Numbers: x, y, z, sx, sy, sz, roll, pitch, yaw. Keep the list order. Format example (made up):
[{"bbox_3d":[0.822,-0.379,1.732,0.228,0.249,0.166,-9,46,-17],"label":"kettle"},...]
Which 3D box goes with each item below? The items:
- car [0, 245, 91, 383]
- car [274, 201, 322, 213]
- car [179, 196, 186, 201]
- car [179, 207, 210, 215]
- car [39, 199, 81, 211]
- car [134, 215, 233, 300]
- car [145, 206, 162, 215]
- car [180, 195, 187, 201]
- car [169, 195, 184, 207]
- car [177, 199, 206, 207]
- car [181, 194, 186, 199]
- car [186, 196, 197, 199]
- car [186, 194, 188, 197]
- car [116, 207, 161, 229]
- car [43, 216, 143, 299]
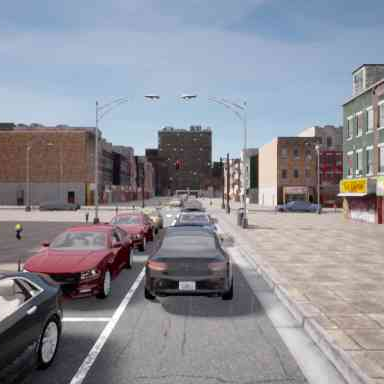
[{"bbox_3d":[-2.629,1.552,3.011,2.008,1.369,4.403,0,0,0],"label":"car"},{"bbox_3d":[12.640,1.756,39.648,5.357,1.411,2.033,1,0,0],"label":"car"},{"bbox_3d":[-2.493,1.757,89.559,1.887,1.381,4.507,0,0,0],"label":"car"},{"bbox_3d":[0.119,1.611,15.735,1.895,1.301,4.718,0,0,0],"label":"car"},{"bbox_3d":[-14.479,1.505,36.602,4.181,1.385,1.994,0,0,0],"label":"car"},{"bbox_3d":[-0.042,1.529,8.314,1.812,1.442,4.674,0,0,1],"label":"car"},{"bbox_3d":[-2.604,1.540,19.323,1.752,1.417,4.829,0,0,0],"label":"car"},{"bbox_3d":[-2.484,1.672,95.003,1.967,1.590,4.097,0,0,0],"label":"car"},{"bbox_3d":[-2.554,1.606,51.281,1.752,1.417,4.829,0,0,0],"label":"car"},{"bbox_3d":[0.152,1.530,26.036,1.837,1.490,4.892,0,0,2],"label":"car"},{"bbox_3d":[-2.544,1.411,56.894,2.192,1.841,5.009,0,0,0],"label":"car"},{"bbox_3d":[0.366,1.673,48.453,1.895,1.301,4.718,0,0,0],"label":"car"},{"bbox_3d":[-2.511,1.695,78.500,1.752,1.417,4.829,0,0,0],"label":"car"},{"bbox_3d":[-2.612,1.553,14.000,1.887,1.381,4.507,0,0,0],"label":"car"},{"bbox_3d":[-2.620,1.548,8.505,1.887,1.381,4.507,0,0,0],"label":"car"}]
